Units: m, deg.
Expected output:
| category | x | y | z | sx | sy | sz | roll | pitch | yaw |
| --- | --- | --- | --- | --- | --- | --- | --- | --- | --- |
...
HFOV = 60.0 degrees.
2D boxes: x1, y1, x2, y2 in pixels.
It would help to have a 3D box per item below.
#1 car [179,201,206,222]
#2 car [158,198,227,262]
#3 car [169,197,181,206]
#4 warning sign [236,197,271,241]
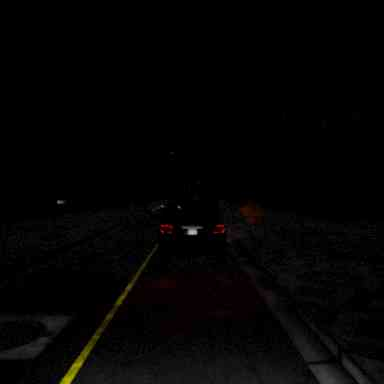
| category | x | y | z | sx | sy | sz | roll | pitch | yaw |
| --- | --- | --- | --- | --- | --- | --- | --- | --- | --- |
| car | 0.063 | 1.576 | 28.460 | 2.128 | 1.511 | 4.902 | 0 | 0 | 1 |
| car | 0.037 | 1.256 | 12.323 | 2.150 | 2.045 | 5.566 | 0 | 0 | 1 |
| car | -3.000 | 1.730 | 59.185 | 1.812 | 1.442 | 4.674 | 0 | 0 | 1 |
| warning sign | 2.711 | 1.155 | 14.836 | 1.300 | 1.860 | 1.060 | -1 | -1 | 0 |
